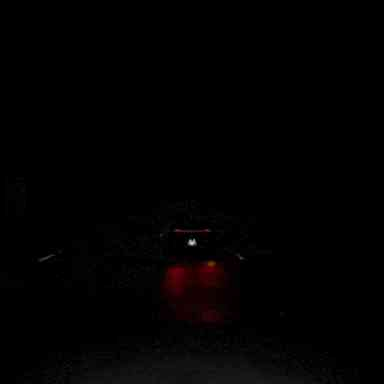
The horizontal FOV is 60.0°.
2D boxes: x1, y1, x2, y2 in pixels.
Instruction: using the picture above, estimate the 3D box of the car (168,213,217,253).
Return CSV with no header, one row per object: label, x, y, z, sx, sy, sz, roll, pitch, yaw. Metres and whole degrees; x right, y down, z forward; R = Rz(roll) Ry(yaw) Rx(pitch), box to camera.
car,0.013,1.636,14.295,2.128,1.511,4.902,0,0,0
